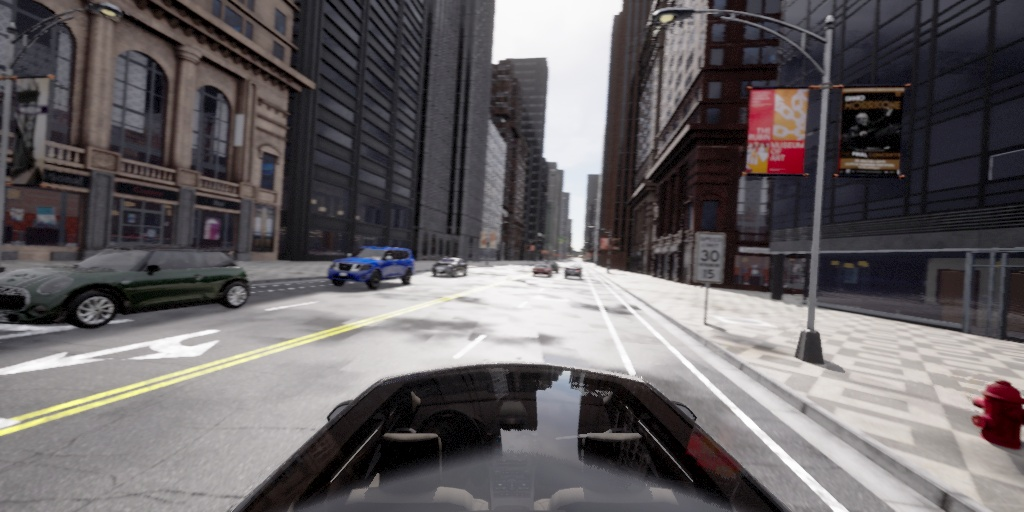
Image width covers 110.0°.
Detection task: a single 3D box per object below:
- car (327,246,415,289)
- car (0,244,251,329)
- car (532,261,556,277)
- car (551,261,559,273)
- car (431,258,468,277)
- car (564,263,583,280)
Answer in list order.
[{"bbox_3d":[-7.099,0.505,18.889,2.150,2.045,5.566,4,0,11],"label":"car"},{"bbox_3d":[-9.003,0.522,8.721,2.097,1.767,4.553,4,0,11],"label":"car"},{"bbox_3d":[3.350,1.543,38.829,1.895,1.301,4.718,4,0,11],"label":"car"},{"bbox_3d":[5.585,1.441,50.881,2.097,1.767,4.553,4,0,11],"label":"car"},{"bbox_3d":[-5.072,0.899,29.815,2.128,1.511,4.902,4,0,11],"label":"car"},{"bbox_3d":[6.550,1.638,38.259,2.128,1.511,4.902,4,0,11],"label":"car"}]
